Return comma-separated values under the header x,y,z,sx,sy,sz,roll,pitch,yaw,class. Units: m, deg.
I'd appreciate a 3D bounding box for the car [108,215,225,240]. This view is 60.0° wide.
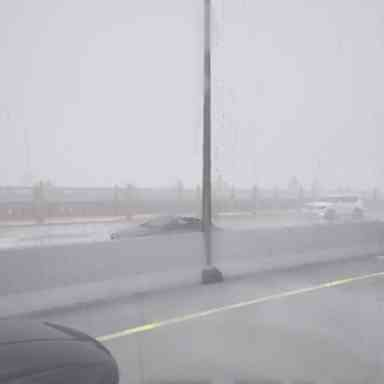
x,y,z,sx,sy,sz,roll,pitch,yaw,class
-0.792,1.533,11.675,4.181,1.385,1.994,0,0,-32,car

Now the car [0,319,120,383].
x,y,z,sx,sy,sz,roll,pitch,yaw,class
-2.785,1.462,1.612,5.008,1.535,1.882,0,0,-37,car

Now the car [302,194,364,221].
x,y,z,sx,sy,sz,roll,pitch,yaw,class
11.467,1.203,26.898,5.566,2.045,2.150,0,0,-29,car
